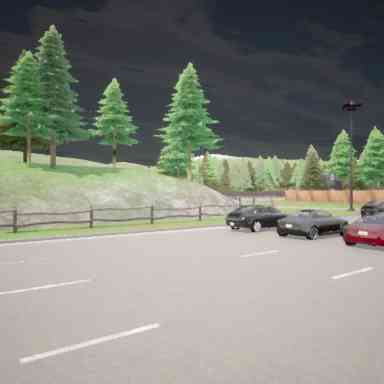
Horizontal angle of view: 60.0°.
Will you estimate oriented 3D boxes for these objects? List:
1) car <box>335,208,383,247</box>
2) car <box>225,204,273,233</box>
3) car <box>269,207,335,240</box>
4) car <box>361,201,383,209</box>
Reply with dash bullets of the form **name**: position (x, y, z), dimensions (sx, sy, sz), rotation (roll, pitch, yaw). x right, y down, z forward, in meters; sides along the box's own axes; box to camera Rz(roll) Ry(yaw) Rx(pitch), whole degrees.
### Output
- **car**: position (8.272, 1.569, 14.107), dimensions (4.181, 1.385, 1.994), rotation (0, 0, -36)
- **car**: position (4.178, 1.513, 19.785), dimensions (4.892, 1.490, 1.837), rotation (0, 0, -36)
- **car**: position (6.225, 1.569, 16.946), dimensions (4.181, 1.385, 1.994), rotation (0, 0, -36)
- **car**: position (16.345, 1.514, 28.558), dimensions (4.892, 1.490, 1.837), rotation (0, 0, -36)
